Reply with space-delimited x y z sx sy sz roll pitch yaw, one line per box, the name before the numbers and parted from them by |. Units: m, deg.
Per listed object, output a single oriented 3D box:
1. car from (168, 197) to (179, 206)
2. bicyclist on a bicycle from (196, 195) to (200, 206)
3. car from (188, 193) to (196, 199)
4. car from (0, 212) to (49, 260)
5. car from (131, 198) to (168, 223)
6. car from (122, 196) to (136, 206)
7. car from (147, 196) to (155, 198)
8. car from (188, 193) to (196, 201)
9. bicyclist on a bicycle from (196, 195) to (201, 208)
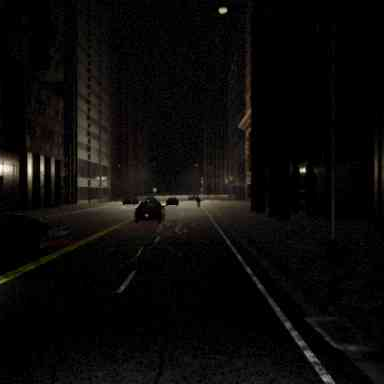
car | -3.155 1.483 53.884 1.994 1.385 4.181 0 0 0
bicyclist on a bicycle | 0.887 1.299 51.611 0.659 1.776 1.843 0 0 0
car | -0.011 1.088 92.031 2.128 1.511 4.902 0 0 0
car | -6.602 1.473 11.161 1.882 1.535 5.008 0 0 0
car | -3.154 1.459 25.646 1.882 1.535 5.008 0 0 0
car | -9.815 1.401 52.905 1.882 1.535 5.008 0 0 0
car | -6.566 1.449 52.956 1.812 1.442 4.674 0 0 0
car | -0.010 1.322 78.646 2.033 1.411 5.357 0 0 0
bicyclist on a bicycle | 0.888 1.411 42.475 0.582 1.620 1.656 0 0 0
